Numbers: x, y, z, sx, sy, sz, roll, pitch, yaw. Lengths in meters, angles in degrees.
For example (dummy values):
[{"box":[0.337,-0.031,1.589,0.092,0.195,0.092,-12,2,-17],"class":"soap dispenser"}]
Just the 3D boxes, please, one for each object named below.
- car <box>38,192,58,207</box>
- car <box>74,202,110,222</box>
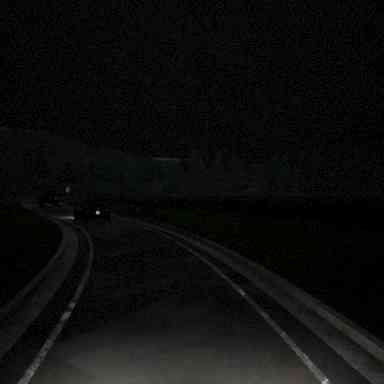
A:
[{"box":[-20.241,0.965,46.790,2.150,2.045,5.566,-1,1,-29],"class":"car"},{"box":[-7.546,1.410,24.883,1.994,1.385,4.181,-1,0,-29],"class":"car"}]
